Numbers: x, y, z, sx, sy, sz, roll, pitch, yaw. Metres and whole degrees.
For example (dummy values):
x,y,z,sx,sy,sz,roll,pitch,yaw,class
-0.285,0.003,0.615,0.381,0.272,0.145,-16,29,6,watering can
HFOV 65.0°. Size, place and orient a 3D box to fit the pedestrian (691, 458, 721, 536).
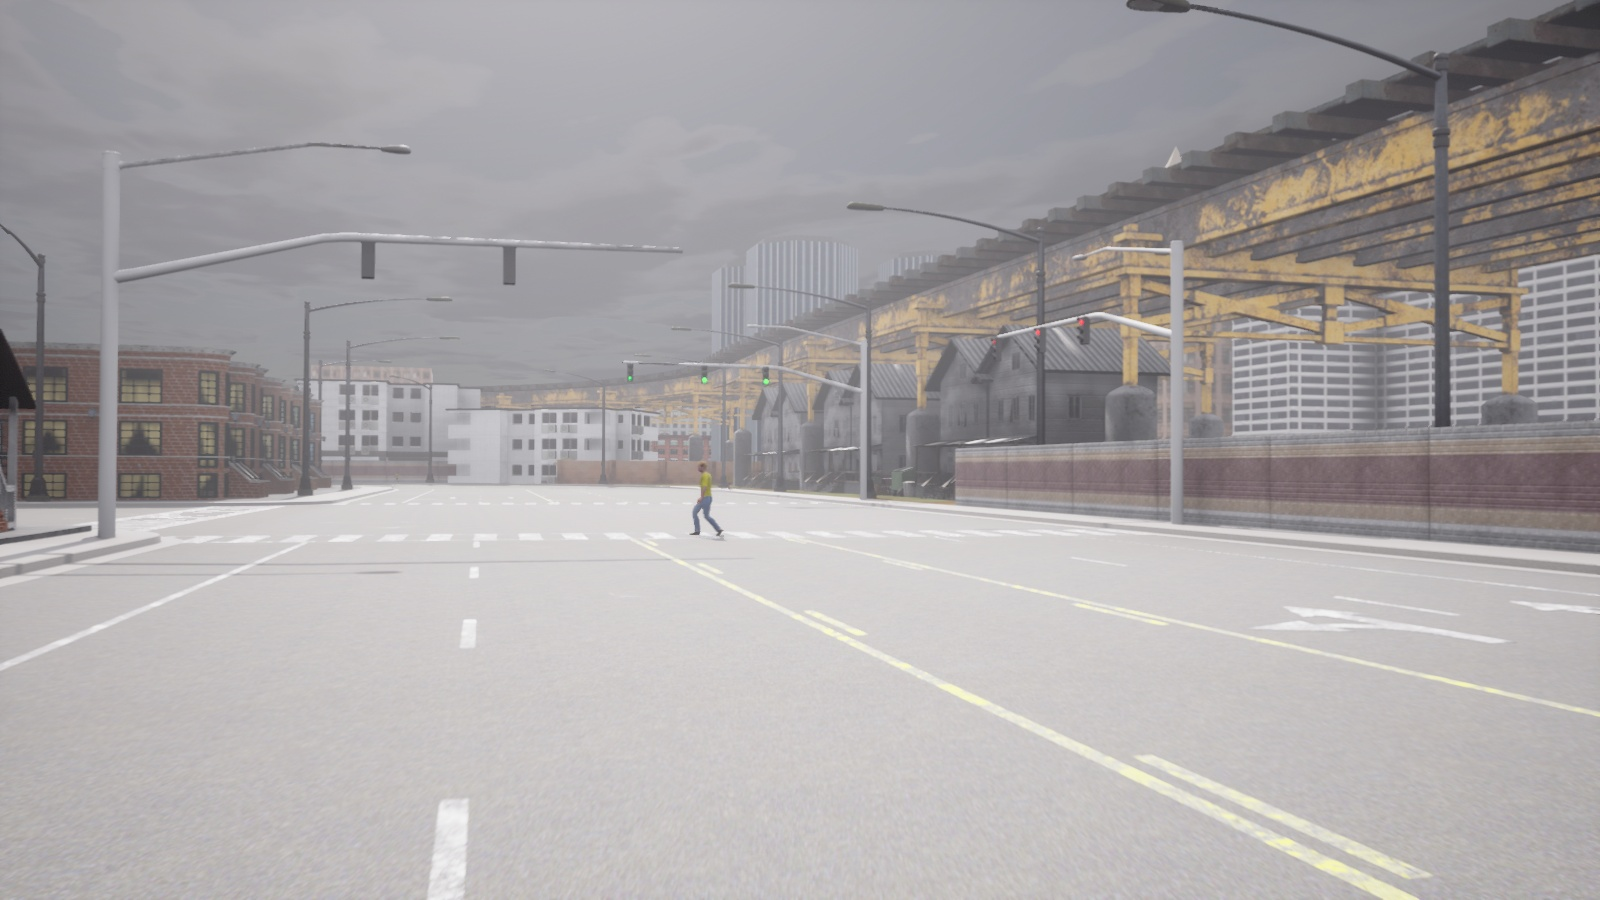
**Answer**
x,y,z,sx,sy,sz,roll,pitch,yaw,class
-2.223,1.104,29.642,0.706,1.836,0.354,0,-1,-6,pedestrian
